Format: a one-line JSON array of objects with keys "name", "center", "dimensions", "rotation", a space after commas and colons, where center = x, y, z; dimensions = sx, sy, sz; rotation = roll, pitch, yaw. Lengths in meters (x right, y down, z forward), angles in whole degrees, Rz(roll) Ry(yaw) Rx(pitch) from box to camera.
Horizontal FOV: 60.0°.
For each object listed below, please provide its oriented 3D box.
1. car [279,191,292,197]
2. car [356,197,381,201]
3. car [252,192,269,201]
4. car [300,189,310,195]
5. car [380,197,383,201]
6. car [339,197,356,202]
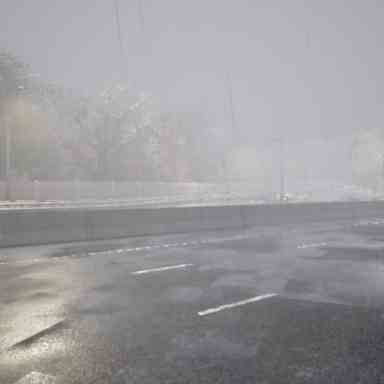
[{"name": "car", "center": [20.774, 0.523, 74.022], "dimensions": [1.882, 1.535, 5.008], "rotation": [0, 1, 32]}, {"name": "car", "center": [26.853, 1.481, 48.944], "dimensions": [4.902, 1.511, 2.128], "rotation": [0, 0, -35]}, {"name": "car", "center": [12.580, 0.874, 60.761], "dimensions": [1.837, 1.490, 4.892], "rotation": [0, 1, 31]}, {"name": "car", "center": [29.562, -0.032, 86.970], "dimensions": [1.994, 1.385, 4.181], "rotation": [0, 2, 35]}, {"name": "car", "center": [28.708, 1.539, 45.963], "dimensions": [5.357, 1.411, 2.033], "rotation": [0, 0, -35]}, {"name": "car", "center": [24.609, 1.492, 51.636], "dimensions": [4.892, 1.490, 1.837], "rotation": [0, 0, -35]}]
